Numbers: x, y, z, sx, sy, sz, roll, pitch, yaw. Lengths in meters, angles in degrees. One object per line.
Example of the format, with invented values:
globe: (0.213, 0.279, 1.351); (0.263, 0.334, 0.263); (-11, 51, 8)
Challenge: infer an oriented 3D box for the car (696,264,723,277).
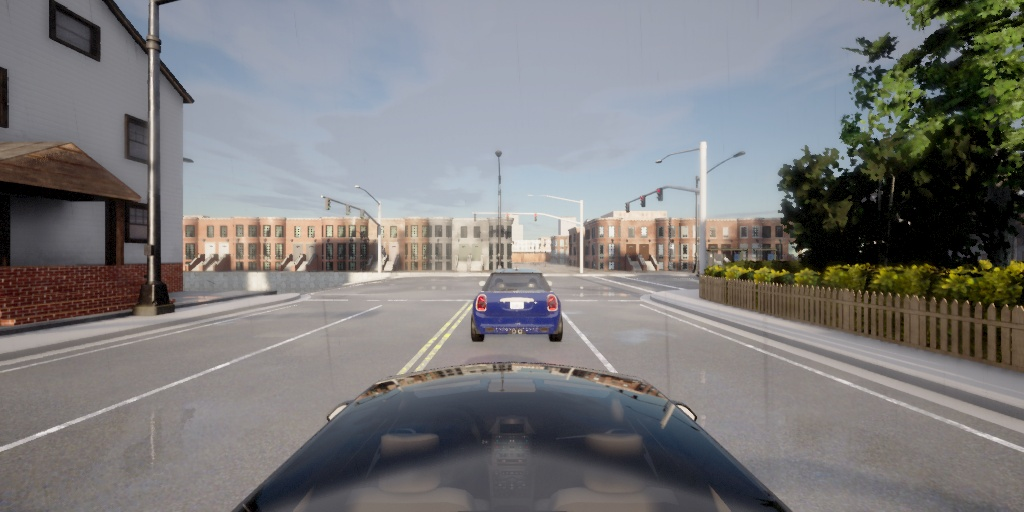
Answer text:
car: (18.263, 1.297, 29.709); (5.357, 1.411, 2.033); (0, 0, 0)

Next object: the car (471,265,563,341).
car: (0.108, 1.102, 9.994); (2.097, 1.767, 4.553); (0, 0, 0)

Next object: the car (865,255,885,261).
car: (29.507, 0.971, 29.743); (5.566, 2.045, 2.150); (0, 0, 0)
